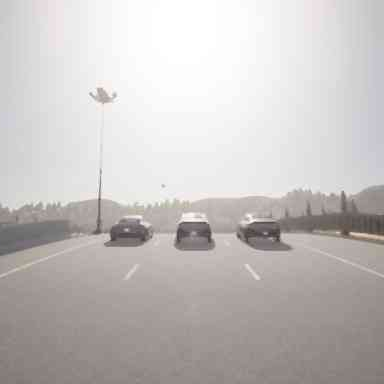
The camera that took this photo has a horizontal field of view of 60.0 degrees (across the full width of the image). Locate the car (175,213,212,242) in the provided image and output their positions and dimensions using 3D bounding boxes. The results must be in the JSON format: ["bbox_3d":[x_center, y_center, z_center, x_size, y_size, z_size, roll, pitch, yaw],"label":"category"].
[{"bbox_3d":[0.098,1.957,18.758,2.128,1.511,4.902,0,-4,0],"label":"car"}]

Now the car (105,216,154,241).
[{"bbox_3d":[-3.401,2.068,19.372,1.994,1.385,4.181,0,-4,0],"label":"car"}]

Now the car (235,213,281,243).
[{"bbox_3d":[3.599,1.956,18.727,2.128,1.511,4.902,0,-4,0],"label":"car"}]

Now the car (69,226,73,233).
[{"bbox_3d":[-17.571,4.797,44.507,1.994,1.385,4.181,0,-7,0],"label":"car"}]
